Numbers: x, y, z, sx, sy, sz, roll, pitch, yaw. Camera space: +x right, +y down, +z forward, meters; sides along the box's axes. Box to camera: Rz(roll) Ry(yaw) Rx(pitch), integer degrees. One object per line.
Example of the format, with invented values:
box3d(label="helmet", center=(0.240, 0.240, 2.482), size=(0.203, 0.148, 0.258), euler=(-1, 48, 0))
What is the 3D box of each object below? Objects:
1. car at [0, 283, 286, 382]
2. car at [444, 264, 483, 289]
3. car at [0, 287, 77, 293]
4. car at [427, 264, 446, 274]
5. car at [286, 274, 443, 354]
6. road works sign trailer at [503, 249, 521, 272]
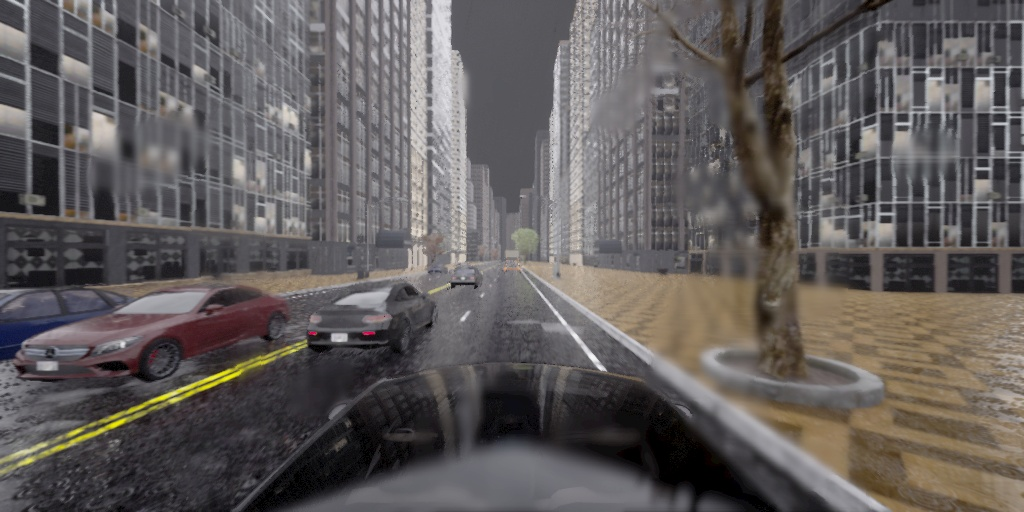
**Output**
box3d(label="car", center=(-6.597, 1.328, 7.422), size=(1.812, 1.442, 4.674), euler=(0, -1, 0))
box3d(label="car", center=(-3.141, 1.511, 25.504), size=(2.033, 1.411, 5.357), euler=(0, 0, 0))
box3d(label="car", center=(-9.850, 1.347, 7.135), size=(2.033, 1.411, 5.357), euler=(0, -1, 0))
box3d(label="car", center=(-9.804, 1.712, 47.823), size=(2.033, 1.411, 5.357), euler=(0, -1, 0))
box3d(label="car", center=(-3.149, 1.340, 8.848), size=(1.812, 1.442, 4.674), euler=(0, 0, 0))
box3d(label="road works sign trailer", center=(0.037, 0.692, 54.977), size=(2.380, 3.560, 2.880), euler=(0, 0, 1))
